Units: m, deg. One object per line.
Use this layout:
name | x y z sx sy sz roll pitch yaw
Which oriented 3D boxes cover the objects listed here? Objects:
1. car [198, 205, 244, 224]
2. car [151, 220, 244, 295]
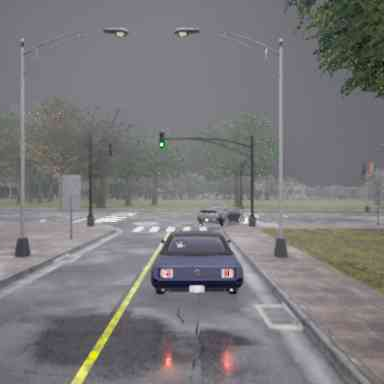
car | 2.204 1.657 24.242 2.128 1.511 4.902 0 0 30
car | 0.102 1.666 8.846 1.895 1.301 4.718 0 -1 0
